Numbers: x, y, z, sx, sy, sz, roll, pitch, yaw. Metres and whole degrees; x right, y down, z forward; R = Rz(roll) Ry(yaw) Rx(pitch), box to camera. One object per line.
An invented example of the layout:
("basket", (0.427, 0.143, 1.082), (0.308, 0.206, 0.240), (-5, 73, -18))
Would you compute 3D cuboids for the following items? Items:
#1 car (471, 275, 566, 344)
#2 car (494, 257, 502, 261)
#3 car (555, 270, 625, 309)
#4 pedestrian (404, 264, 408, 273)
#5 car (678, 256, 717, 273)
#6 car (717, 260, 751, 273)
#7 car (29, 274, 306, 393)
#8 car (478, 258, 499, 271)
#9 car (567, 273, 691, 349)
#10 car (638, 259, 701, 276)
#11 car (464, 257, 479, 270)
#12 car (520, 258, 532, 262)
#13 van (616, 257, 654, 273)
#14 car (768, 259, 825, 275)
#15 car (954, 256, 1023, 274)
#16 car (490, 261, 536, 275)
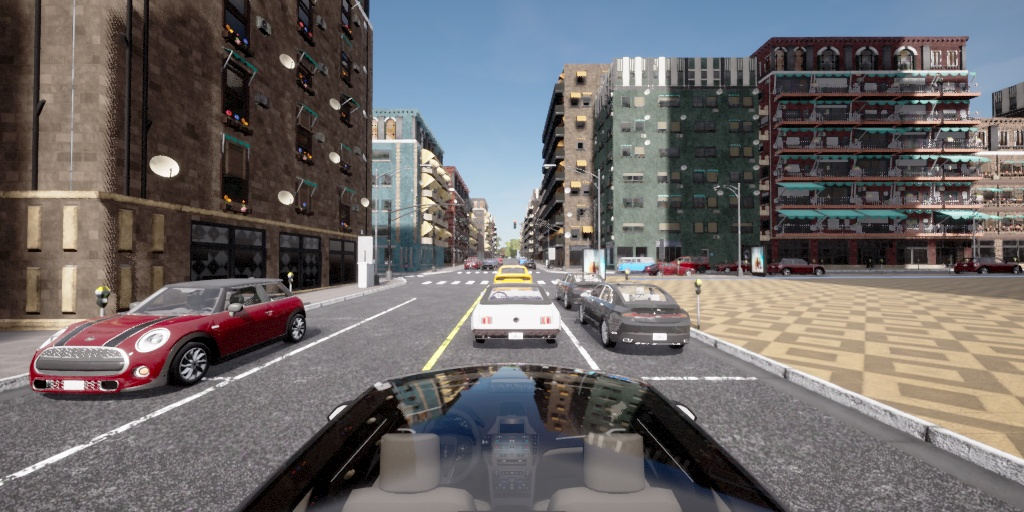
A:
("car", (0.082, 1.353, 9.593), (1.895, 1.301, 4.718), (0, 0, 0))
("car", (-3.211, 1.319, 60.157), (2.033, 1.411, 5.357), (0, 0, 0))
("car", (2.793, 1.304, 14.580), (2.007, 1.370, 4.403), (0, 0, 0))
("pedestrian", (-12.618, 1.097, 42.705), (0.375, 1.860, 0.375), (0, 0, 0))
("car", (19.215, 0.977, 39.583), (5.009, 1.841, 2.192), (0, 0, 0))
("car", (24.743, 1.165, 39.556), (4.507, 1.381, 1.888), (0, 0, 0))
("car", (-5.830, 1.191, 6.756), (1.967, 1.591, 4.097), (0, 0, 0))
("car", (-3.222, 1.368, 50.464), (1.895, 1.301, 4.718), (0, 0, 1))
("car", (2.805, 1.303, 9.011), (2.007, 1.370, 4.403), (0, 0, 0))
("car", (13.644, 1.163, 31.231), (4.207, 1.307, 1.802), (0, 0, 0))
("car", (-5.801, 1.083, 52.794), (2.192, 1.841, 5.009), (0, 0, 0))
("car", (2.580, 1.334, 52.773), (1.948, 1.339, 4.313), (0, 0, 0))
("van", (13.688, 1.046, 39.611), (3.998, 1.789, 1.690), (0, 0, 0))
("car", (24.699, 0.936, 31.176), (4.097, 1.591, 1.967), (0, 0, 0))
("car", (41.281, 0.811, 31.093), (4.097, 1.591, 1.967), (0, 0, 0))
("car", (0.055, 1.233, 19.047), (1.882, 1.535, 5.008), (0, 0, 0))
